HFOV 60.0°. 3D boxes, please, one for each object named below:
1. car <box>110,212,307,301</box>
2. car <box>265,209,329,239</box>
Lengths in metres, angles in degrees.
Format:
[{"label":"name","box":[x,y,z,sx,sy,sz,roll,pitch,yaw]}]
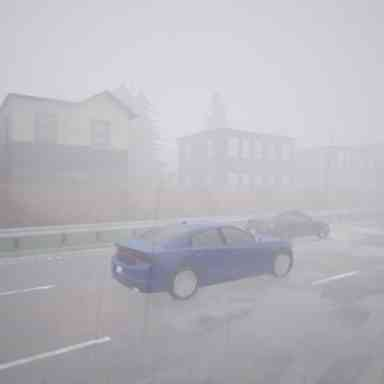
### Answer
[{"label":"car","box":[0.492,1.473,8.401,5.008,1.535,1.882,0,0,-35]},{"label":"car","box":[4.467,1.513,15.544,4.674,1.442,1.812,0,0,-36]}]
